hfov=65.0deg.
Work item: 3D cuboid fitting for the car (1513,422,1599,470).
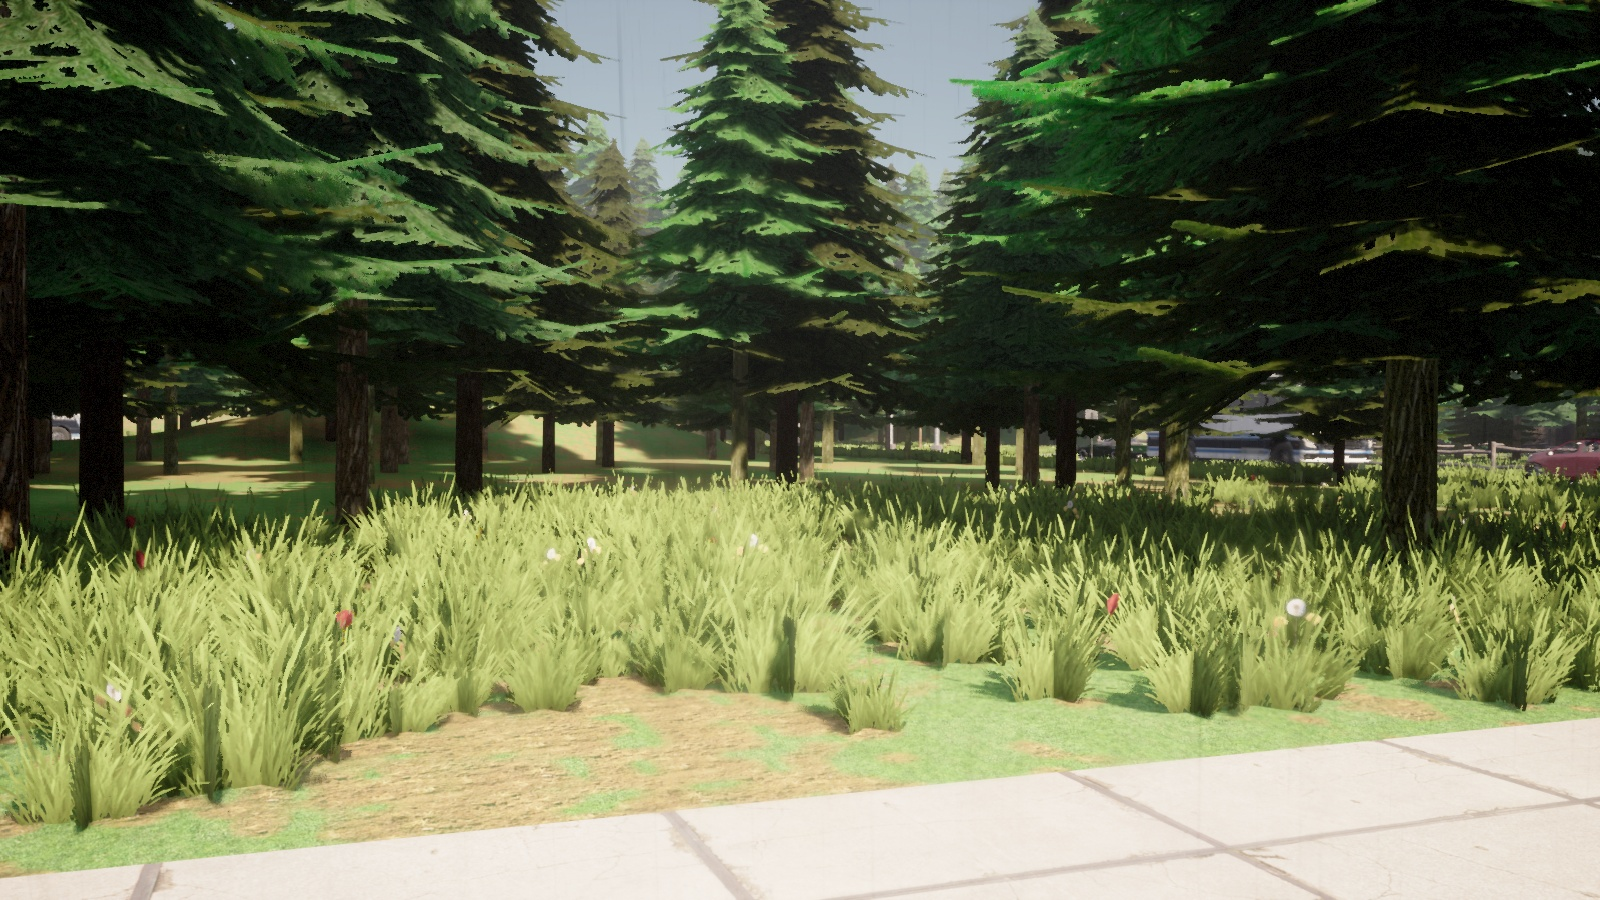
[{"bbox_3d":[25.340,-0.151,40.620,1.845,1.501,3.633,-1,1,-20],"label":"car"}]

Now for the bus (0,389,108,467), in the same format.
[{"bbox_3d":[-45.181,-1.184,70.525,3.944,4.253,10.273,0,-1,39],"label":"bus"}]

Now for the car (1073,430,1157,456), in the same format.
[{"bbox_3d":[16.392,-0.373,65.577,1.895,1.301,4.718,-1,1,-21],"label":"car"}]

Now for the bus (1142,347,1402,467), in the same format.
[{"bbox_3d":[18.310,-1.614,49.822,3.944,4.253,10.273,-1,1,-19],"label":"bus"}]
